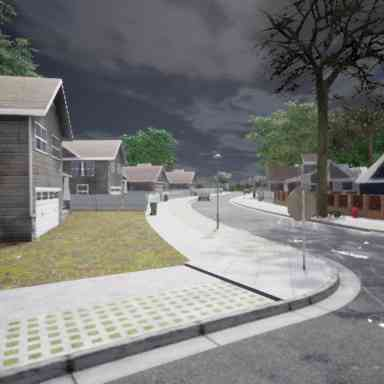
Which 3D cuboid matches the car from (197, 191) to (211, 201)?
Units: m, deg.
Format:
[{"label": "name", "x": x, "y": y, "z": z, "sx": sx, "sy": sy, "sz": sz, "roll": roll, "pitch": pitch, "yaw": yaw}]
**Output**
[{"label": "car", "x": 1.999, "y": 0.684, "z": 54.843, "sx": 1.837, "sy": 1.490, "sz": 4.892, "roll": -1, "pitch": 1, "yaw": 6}]
